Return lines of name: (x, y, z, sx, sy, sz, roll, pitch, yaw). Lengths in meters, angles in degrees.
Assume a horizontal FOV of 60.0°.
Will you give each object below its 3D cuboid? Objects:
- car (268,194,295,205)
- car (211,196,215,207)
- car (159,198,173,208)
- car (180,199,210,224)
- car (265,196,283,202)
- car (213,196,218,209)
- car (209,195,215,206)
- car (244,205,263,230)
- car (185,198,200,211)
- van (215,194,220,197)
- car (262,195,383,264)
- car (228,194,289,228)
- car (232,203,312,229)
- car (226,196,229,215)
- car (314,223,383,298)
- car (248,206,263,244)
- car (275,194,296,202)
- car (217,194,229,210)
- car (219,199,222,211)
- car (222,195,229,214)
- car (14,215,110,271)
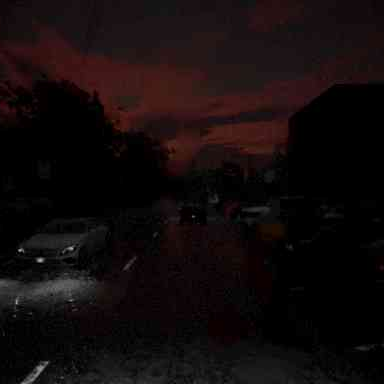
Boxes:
car: (18.331, 1.453, 68.300, 2.435, 2.045, 5.566, 0, 0, -21)
car: (5.376, 1.638, 43.263, 4.674, 1.452, 2.002, 1, 0, -20)
car: (-4.115, 1.624, 52.230, 1.882, 1.535, 5.008, 0, 0, 1)
car: (0.103, 1.526, 25.346, 1.882, 1.535, 5.008, 0, 0, 0)
car: (20.917, 1.805, 85.361, 2.163, 1.488, 4.792, 0, -1, -21)
car: (5.366, 1.575, 37.261, 5.008, 1.535, 2.097, 1, -1, -20)
car: (5.192, 1.604, 46.205, 5.366, 1.575, 1.946, 1, 0, -20)
car: (5.311, 1.539, 16.224, 4.792, 1.488, 2.163, 1, 0, -20)
car: (0.093, 1.617, 42.973, 1.837, 1.490, 4.892, 0, 0, 0)
van: (5.484, 1.363, 40.307, 4.442, 1.987, 1.878, 1, 0, -20)
car: (5.317, 1.247, 10.209, 5.566, 2.045, 2.435, 1, 0, -20)
car: (5.324, 1.265, 19.226, 5.566, 2.045, 2.435, 1, 0, -20)
car: (5.327, 1.554, 22.225, 4.792, 1.488, 2.163, 1, 0, -20)
car: (5.328, 1.407, 25.240, 4.553, 1.767, 2.185, 1, 0, -20)
car: (5.317, 1.534, 7.231, 4.674, 1.452, 2.002, 1, 0, -20)
car: (5.159, 1.498, 13.167, 5.366, 1.575, 1.946, 1, 0, -20)
car: (23.940, 1.526, 85.447, 2.435, 2.045, 5.566, 0, -1, -21)
car: (5.406, 1.439, 34.258, 4.553, 1.767, 2.185, 1, 0, -20)
car: (5.370, 1.594, 31.249, 4.674, 1.452, 2.002, 1, 0, -20)
car: (5.333, 1.417, 28.241, 4.553, 1.767, 2.185, 1, 0, -20)
car: (-4.025, 1.539, 11.138, 1.812, 1.442, 4.674, 0, 0, 0)
